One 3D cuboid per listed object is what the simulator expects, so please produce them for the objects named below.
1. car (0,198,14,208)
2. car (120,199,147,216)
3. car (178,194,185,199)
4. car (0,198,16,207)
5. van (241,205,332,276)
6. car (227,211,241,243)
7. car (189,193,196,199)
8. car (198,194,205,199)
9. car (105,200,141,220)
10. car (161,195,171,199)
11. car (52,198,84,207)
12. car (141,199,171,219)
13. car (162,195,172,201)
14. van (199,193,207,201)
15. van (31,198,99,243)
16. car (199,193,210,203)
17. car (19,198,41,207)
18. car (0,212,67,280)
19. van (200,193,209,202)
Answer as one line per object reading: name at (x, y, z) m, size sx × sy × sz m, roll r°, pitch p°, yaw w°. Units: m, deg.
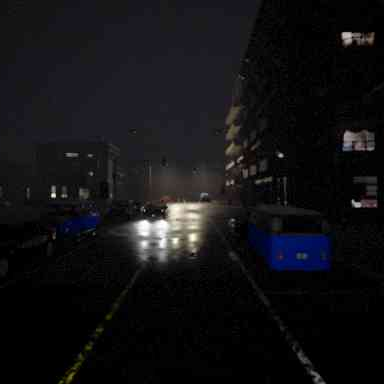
car at (-26.371, 1.414, 44.329) m, size 4.097 × 1.590 × 1.967 m, roll 0°, pitch 0°, yaw 1°
car at (-5.642, 1.492, 32.559) m, size 1.887 × 1.381 × 4.507 m, roll 1°, pitch 0°, yaw 0°
car at (-2.988, 1.260, 93.959) m, size 1.882 × 1.535 × 5.008 m, roll 0°, pitch 0°, yaw 0°
car at (-30.671, 1.684, 53.026) m, size 4.206 × 1.307 × 1.802 m, roll 0°, pitch 0°, yaw 1°
van at (2.706, 1.328, 10.007) m, size 1.690 × 1.788 × 3.998 m, roll 1°, pitch 0°, yaw 0°
car at (2.703, 1.544, 15.653) m, size 1.947 × 1.339 × 4.313 m, roll 1°, pitch 0°, yaw 0°
car at (0.011, 1.249, 92.065) m, size 2.033 × 1.411 × 5.357 m, roll 0°, pitch 0°, yaw 0°
car at (2.714, 1.311, 93.150) m, size 1.752 × 1.417 × 4.829 m, roll 1°, pitch 0°, yaw 0°
car at (-5.641, 1.398, 26.913) m, size 1.967 × 1.590 × 4.097 m, roll 1°, pitch 0°, yaw 0°
car at (-5.670, 1.435, 70.623) m, size 1.802 × 1.307 × 4.206 m, roll 1°, pitch 0°, yaw 0°
car at (-19.710, 1.602, 52.875) m, size 4.403 × 1.369 × 2.008 m, roll 0°, pitch 0°, yaw 1°
car at (-3.061, 1.555, 28.663) m, size 1.895 × 1.301 × 4.718 m, roll 0°, pitch 0°, yaw 0°
car at (-5.669, 1.382, 76.203) m, size 1.887 × 1.381 × 4.507 m, roll 1°, pitch 0°, yaw 0°
van at (2.716, 1.162, 81.819) m, size 1.690 × 1.788 × 3.998 m, roll 1°, pitch 0°, yaw 0°
van at (-5.642, 1.319, 15.621) m, size 1.690 × 1.788 × 3.998 m, roll 1°, pitch 0°, yaw 0°
car at (2.710, 1.420, 65.078) m, size 2.008 × 1.369 × 4.403 m, roll 1°, pitch 0°, yaw 0°
car at (-25.192, 1.643, 52.951) m, size 4.313 × 1.339 × 1.947 m, roll 0°, pitch 0°, yaw 1°
car at (-5.645, 1.531, 9.975) m, size 1.887 × 1.381 × 4.507 m, roll 1°, pitch 0°, yaw 0°
van at (2.714, 1.194, 70.656) m, size 1.690 × 1.788 × 3.998 m, roll 1°, pitch 0°, yaw 0°
